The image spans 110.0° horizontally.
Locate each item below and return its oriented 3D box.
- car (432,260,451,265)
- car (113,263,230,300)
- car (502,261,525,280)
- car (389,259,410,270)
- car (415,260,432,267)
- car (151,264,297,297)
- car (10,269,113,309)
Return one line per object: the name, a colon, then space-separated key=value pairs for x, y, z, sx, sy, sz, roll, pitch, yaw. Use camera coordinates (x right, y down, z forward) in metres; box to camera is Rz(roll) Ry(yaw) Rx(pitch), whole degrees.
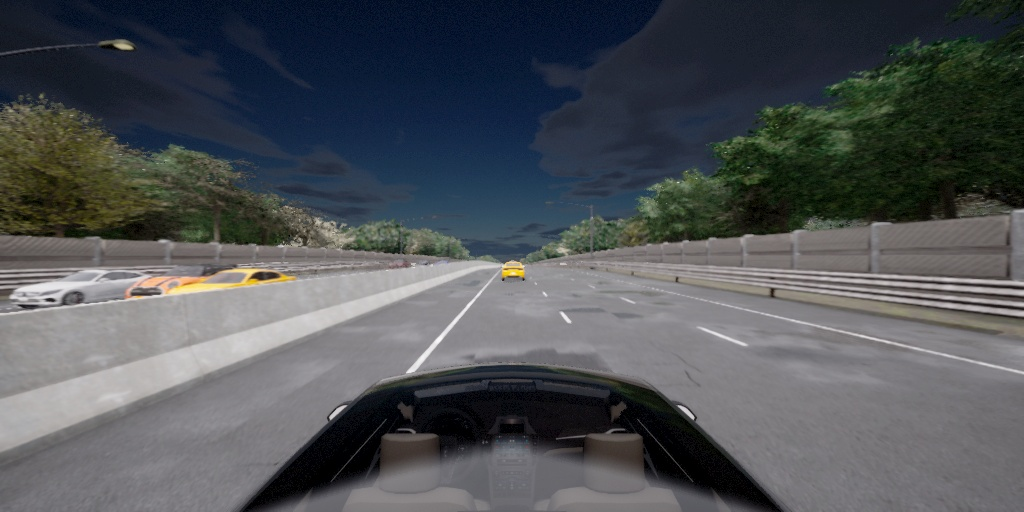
car: x=-10.523 y=1.393 z=55.433 sx=1.882 sy=1.535 sz=5.008 roll=0 pitch=-1 yaw=1
car: x=-14.086 y=1.123 z=15.981 sx=2.097 sy=1.767 sz=4.553 roll=0 pitch=0 yaw=0
car: x=0.105 y=1.263 z=31.645 sx=1.882 sy=1.535 sz=5.008 roll=0 pitch=0 yaw=0
car: x=-17.513 y=1.281 z=56.080 sx=2.097 sy=1.767 sz=4.553 roll=0 pitch=-1 yaw=0
car: x=-14.017 y=1.436 z=57.361 sx=2.128 sy=1.511 sz=4.902 roll=0 pitch=-1 yaw=1
car: x=-10.589 y=1.245 z=14.052 sx=1.882 sy=1.535 sz=5.008 roll=0 pitch=0 yaw=0
car: x=-17.586 y=1.296 z=15.238 sx=1.812 sy=1.442 sz=4.674 roll=0 pitch=0 yaw=0
